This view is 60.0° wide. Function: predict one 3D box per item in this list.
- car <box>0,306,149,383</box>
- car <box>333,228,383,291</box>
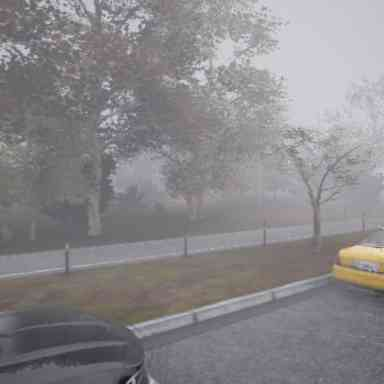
[{"bbox_3d":[-2.696,1.509,2.132,5.008,1.535,2.097,-1,0,-33],"label":"car"},{"bbox_3d":[5.654,1.438,8.080,5.366,1.575,1.946,-1,0,-33],"label":"car"}]
